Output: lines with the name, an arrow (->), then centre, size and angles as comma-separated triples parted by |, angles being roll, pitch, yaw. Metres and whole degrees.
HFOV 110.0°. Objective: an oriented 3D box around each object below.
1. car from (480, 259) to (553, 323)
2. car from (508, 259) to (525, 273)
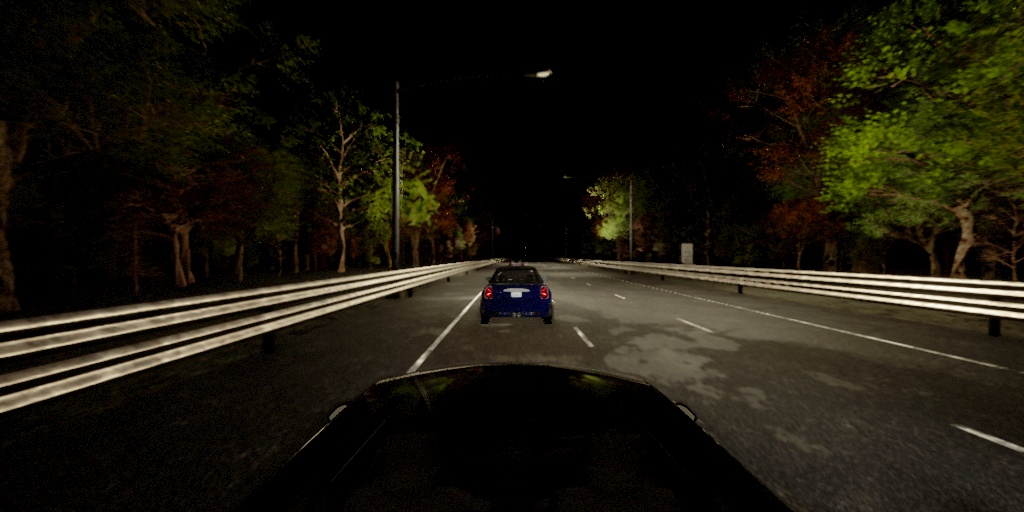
car -> 0.137, 1.102, 12.190 | 2.097, 1.767, 4.553 | 0, 0, 0
car -> 0.553, 1.176, 44.739 | 2.033, 1.649, 4.856 | 0, 0, 1
